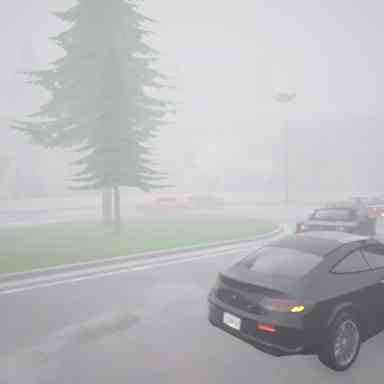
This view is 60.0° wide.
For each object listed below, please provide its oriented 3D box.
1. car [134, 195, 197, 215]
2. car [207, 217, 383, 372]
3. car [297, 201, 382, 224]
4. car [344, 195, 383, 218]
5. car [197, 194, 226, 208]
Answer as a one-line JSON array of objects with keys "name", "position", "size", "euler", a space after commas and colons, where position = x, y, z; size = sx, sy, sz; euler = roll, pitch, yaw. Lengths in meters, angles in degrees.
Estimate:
[{"name": "car", "position": [-2.343, 1.067, 27.955], "size": [5.008, 1.535, 1.882], "euler": [-1, 0, 5]}, {"name": "car", "position": [2.375, 1.384, 5.430], "size": [4.674, 1.442, 1.812], "euler": [-1, 1, -35]}, {"name": "car", "position": [5.894, 1.247, 13.182], "size": [1.895, 1.301, 4.718], "euler": [0, 1, 39]}, {"name": "car", "position": [10.714, 0.994, 21.626], "size": [1.895, 1.301, 4.718], "euler": [-1, 1, -13]}, {"name": "car", "position": [0.786, 0.954, 34.611], "size": [5.357, 1.411, 2.033], "euler": [-1, 1, 12]}]
